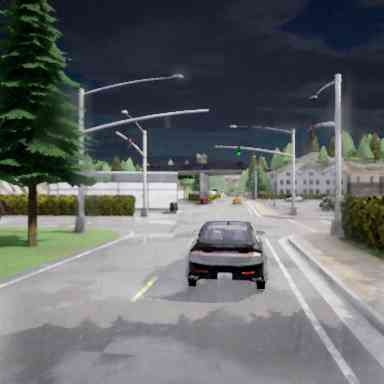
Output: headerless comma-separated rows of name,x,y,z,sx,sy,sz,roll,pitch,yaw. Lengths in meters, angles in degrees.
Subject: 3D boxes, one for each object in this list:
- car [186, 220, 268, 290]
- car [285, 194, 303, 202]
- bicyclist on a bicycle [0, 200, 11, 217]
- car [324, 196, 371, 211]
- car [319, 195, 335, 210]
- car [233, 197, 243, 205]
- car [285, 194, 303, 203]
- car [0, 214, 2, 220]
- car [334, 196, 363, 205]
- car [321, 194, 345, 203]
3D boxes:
car,1.004,1.533,9.290,2.128,1.511,4.902,0,0,8
car,24.169,1.423,78.722,3.866,1.878,1.905,0,0,8
bicyclist on a bicycle,-18.071,1.585,32.235,0.582,1.620,1.656,0,0,7
car,18.160,1.511,38.445,4.514,1.523,2.007,0,0,8
car,18.532,1.515,41.560,5.027,1.636,2.152,0,0,8
car,9.065,1.764,66.124,1.882,1.535,5.008,0,0,8
car,23.114,1.693,75.509,3.806,1.475,1.970,0,0,8
car,-16.622,1.666,24.974,4.181,1.385,1.994,0,0,8
car,29.131,1.575,62.155,4.514,1.523,2.007,0,0,8
car,31.520,1.427,74.401,4.605,1.855,1.932,0,0,8
